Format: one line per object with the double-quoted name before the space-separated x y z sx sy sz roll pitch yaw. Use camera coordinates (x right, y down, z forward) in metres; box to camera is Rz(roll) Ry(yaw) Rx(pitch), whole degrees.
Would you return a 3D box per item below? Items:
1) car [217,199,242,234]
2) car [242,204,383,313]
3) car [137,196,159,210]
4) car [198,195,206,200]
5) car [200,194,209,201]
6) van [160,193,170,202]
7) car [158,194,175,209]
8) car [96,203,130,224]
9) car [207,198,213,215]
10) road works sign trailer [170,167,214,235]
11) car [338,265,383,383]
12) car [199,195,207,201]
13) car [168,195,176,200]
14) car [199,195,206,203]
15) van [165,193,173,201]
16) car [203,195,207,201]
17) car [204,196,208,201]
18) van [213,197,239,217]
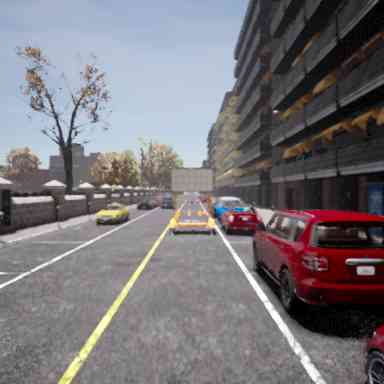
"car" 2.702 1.391 18.807 1.967 1.590 4.097 0 0 0
"car" 2.696 1.294 7.547 2.192 1.841 5.009 0 0 0
"car" -5.667 1.463 41.336 1.947 1.339 4.313 0 0 0
"car" 2.739 1.398 92.002 1.947 1.339 4.313 0 0 0
"car" 2.730 1.288 75.110 1.967 1.590 4.097 0 0 0
"van" -5.653 1.195 69.484 1.690 1.788 3.998 0 0 0
"car" -3.063 1.396 42.738 1.837 1.490 4.892 0 1 0
"car" -5.676 1.463 24.273 1.752 1.417 4.829 0 0 0
"car" 2.707 1.489 30.069 1.947 1.339 4.313 0 0 0
"road works sign trailer" 0.010 0.416 18.257 2.380 3.560 2.880 0 0 0
"car" 2.693 1.576 1.918 1.802 1.307 4.206 0 0 0
"car" 2.733 1.424 80.741 1.802 1.307 4.206 0 0 0
"car" -5.641 1.399 92.006 1.947 1.339 4.313 0 0 0
"car" 2.725 1.440 63.849 1.802 1.307 4.206 0 0 0
"van" -5.647 1.184 80.745 1.690 1.788 3.998 0 0 0
"car" 2.714 1.441 41.330 1.887 1.381 4.507 0 0 0
"car" 2.710 1.460 35.700 2.008 1.369 4.403 0 0 0
"van" 2.705 1.278 24.438 1.690 1.788 3.998 0 0 0
